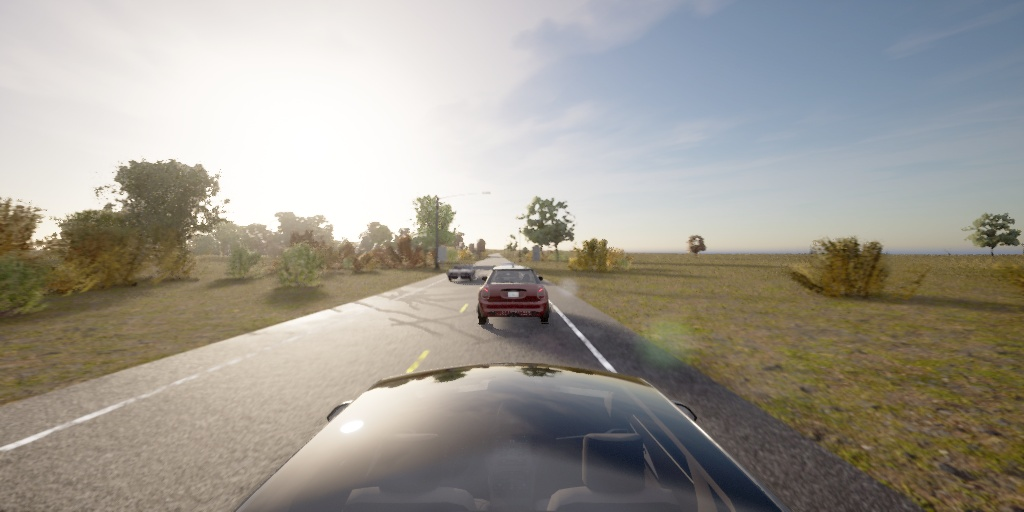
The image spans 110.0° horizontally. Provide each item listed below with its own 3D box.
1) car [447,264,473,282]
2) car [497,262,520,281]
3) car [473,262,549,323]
[{"bbox_3d":[-3.971,1.334,28.880,1.895,1.301,4.718,0,0,-1],"label":"car"},{"bbox_3d":[-0.376,1.254,30.627,1.812,1.442,4.674,0,0,-2],"label":"car"},{"bbox_3d":[0.017,1.098,12.187,2.097,1.767,4.553,0,0,-1],"label":"car"}]
